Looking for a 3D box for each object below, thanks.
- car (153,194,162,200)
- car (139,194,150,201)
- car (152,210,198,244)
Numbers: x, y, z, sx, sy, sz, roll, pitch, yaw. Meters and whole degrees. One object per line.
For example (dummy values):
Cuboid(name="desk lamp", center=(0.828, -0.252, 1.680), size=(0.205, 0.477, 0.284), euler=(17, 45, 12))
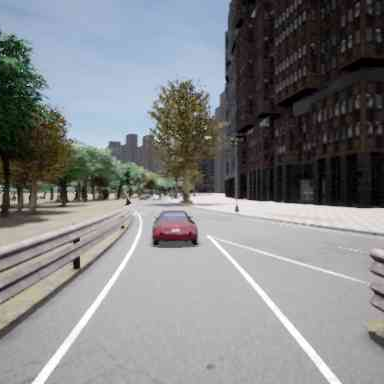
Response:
Cuboid(name="car", center=(-9.833, 1.594, 91.668), size=(1.812, 1.442, 4.674), euler=(0, 0, -3))
Cuboid(name="car", center=(-13.261, 1.611, 90.507), size=(2.033, 1.411, 5.357), euler=(0, 0, -3))
Cuboid(name="car", center=(-0.860, 1.556, 15.758), size=(1.994, 1.385, 4.181), euler=(0, 0, -5))
